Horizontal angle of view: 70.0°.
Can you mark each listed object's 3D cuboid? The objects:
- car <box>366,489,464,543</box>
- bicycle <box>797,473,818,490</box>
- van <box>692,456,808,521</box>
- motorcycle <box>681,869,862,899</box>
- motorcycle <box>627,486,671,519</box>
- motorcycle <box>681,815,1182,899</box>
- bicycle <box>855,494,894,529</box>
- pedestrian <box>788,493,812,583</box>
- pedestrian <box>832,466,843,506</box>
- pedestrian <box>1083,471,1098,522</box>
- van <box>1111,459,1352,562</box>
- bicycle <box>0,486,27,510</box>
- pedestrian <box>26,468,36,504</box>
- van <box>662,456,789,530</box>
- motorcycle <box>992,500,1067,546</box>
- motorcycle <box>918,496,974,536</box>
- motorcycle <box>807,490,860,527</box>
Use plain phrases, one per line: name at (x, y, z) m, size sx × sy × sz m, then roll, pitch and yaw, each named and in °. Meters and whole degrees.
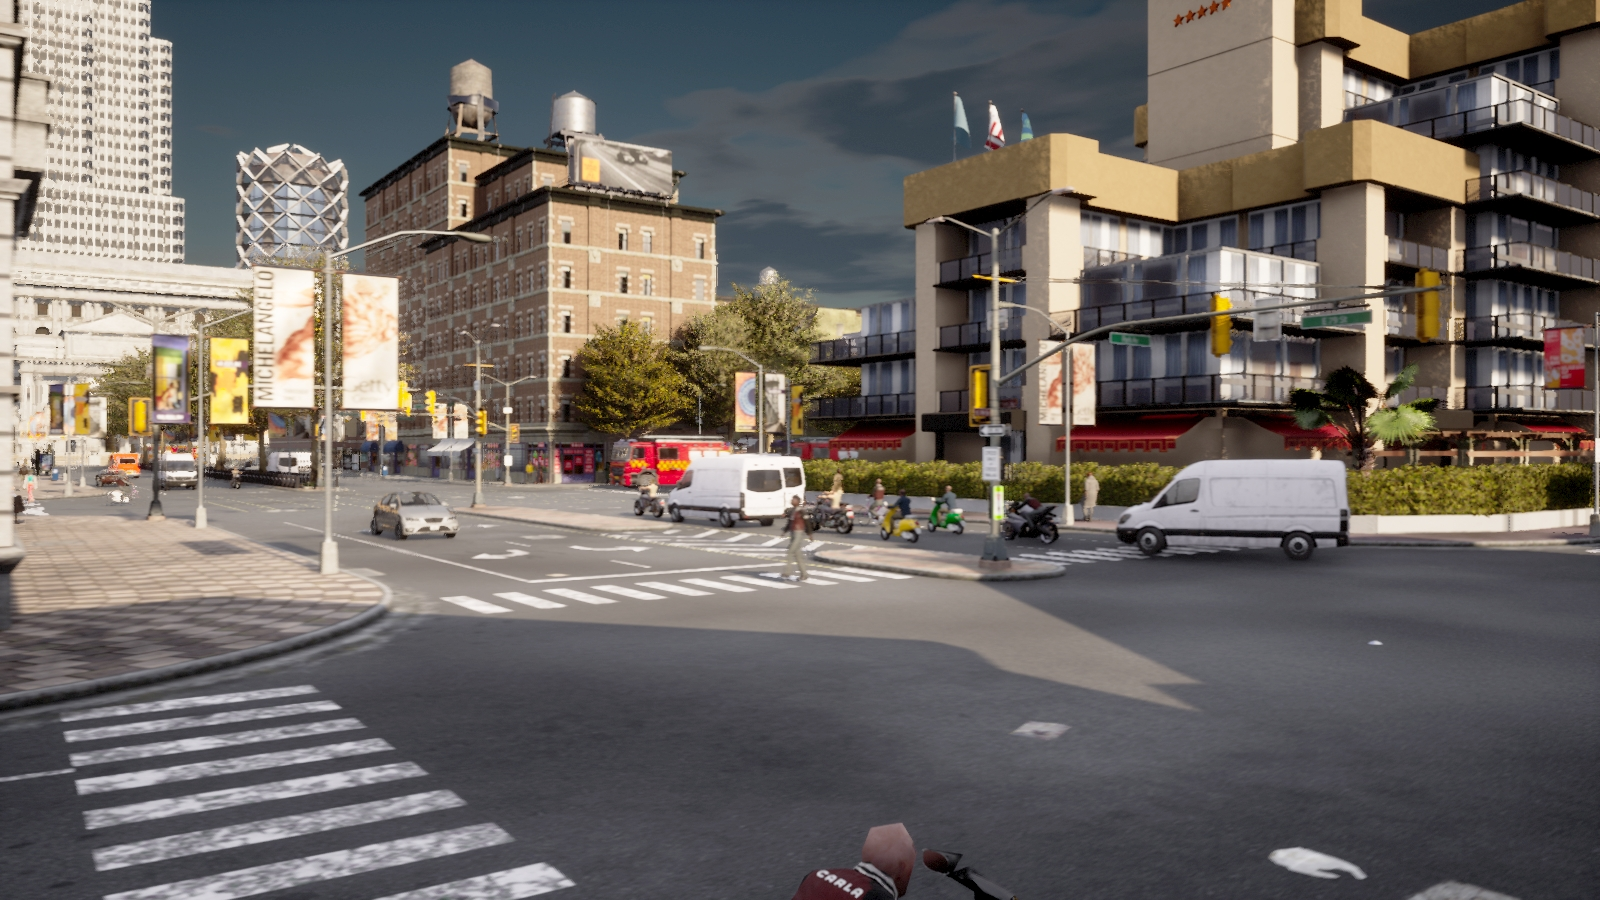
car at (-12.382, 2.069, 36.620) m, size 1.816 × 1.474 × 4.193 m, roll 0°, pitch 0°, yaw -36°
bicycle at (0.547, 2.223, 81.883) m, size 0.329 × 1.171 × 1.835 m, roll 0°, pitch 0°, yaw 42°
van at (-2.187, 1.542, 48.179) m, size 1.988 × 2.561 × 5.915 m, roll 0°, pitch 0°, yaw -36°
motorcycle at (-0.594, 2.213, 3.567) m, size 2.033 × 1.145 × 0.803 m, roll 0°, pitch 0°, yaw -35°
motorcycle at (-6.338, 2.176, 47.904) m, size 0.764 × 1.277 × 2.356 m, roll 0°, pitch 0°, yaw -36°
motorcycle at (0.266, 2.206, 3.963) m, size 2.209 × 1.251 × 0.867 m, roll 0°, pitch 0°, yaw -35°
bicycle at (2.685, 2.217, 41.443) m, size 0.329 × 1.171 × 1.835 m, roll 0°, pitch 0°, yaw -36°
pedestrian at (-0.001, 1.853, 24.190) m, size 0.375 × 1.860 × 0.375 m, roll 0°, pitch 0°, yaw -36°
pedestrian at (1.779, 1.708, 53.960) m, size 0.375 × 1.860 × 0.375 m, roll 0°, pitch 0°, yaw -43°
pedestrian at (10.707, 1.705, 42.133) m, size 0.375 × 1.860 × 0.375 m, roll 0°, pitch 0°, yaw -21°
van at (11.599, 1.542, 30.835) m, size 5.915 × 2.561 × 1.988 m, roll 0°, pitch 0°, yaw 25°
bicycle at (-37.214, 2.258, 53.524) m, size 1.487 × 1.080 × 0.859 m, roll 1°, pitch -1°, yaw -43°
pedestrian at (-39.888, 1.849, 59.269) m, size 0.375 × 1.860 × 0.375 m, roll 0°, pitch 0°, yaw 43°
van at (-2.912, 1.541, 43.149) m, size 1.988 × 2.561 × 5.915 m, roll 0°, pitch 0°, yaw -35°
motorcycle at (6.996, 2.212, 34.899) m, size 0.867 × 1.251 × 2.209 m, roll 0°, pitch 0°, yaw -38°
motorcycle at (4.898, 2.189, 38.319) m, size 0.856 × 1.236 × 1.805 m, roll 0°, pitch 0°, yaw -36°
motorcycle at (1.248, 2.177, 43.058) m, size 0.764 × 1.277 × 2.356 m, roll 0°, pitch 0°, yaw -34°
